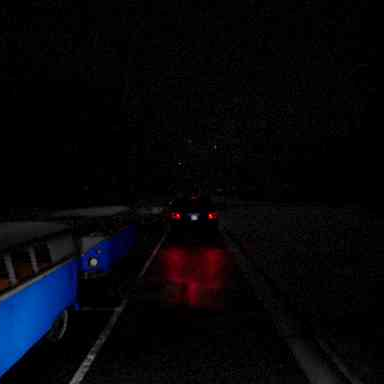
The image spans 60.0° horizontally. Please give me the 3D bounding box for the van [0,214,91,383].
[{"bbox_3d":[-2.632,1.326,3.708,1.690,1.788,3.998,0,0,0],"label":"van"}]

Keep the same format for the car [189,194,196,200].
[{"bbox_3d":[0.143,1.236,84.486,1.882,1.535,5.008,0,0,0],"label":"car"}]

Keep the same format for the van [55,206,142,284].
[{"bbox_3d":[-2.622,1.304,9.173,1.690,1.788,3.998,0,0,0],"label":"van"}]

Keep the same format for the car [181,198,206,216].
[{"bbox_3d":[0.174,1.375,31.692,2.128,1.511,4.902,0,0,1],"label":"car"}]

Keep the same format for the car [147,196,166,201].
[{"bbox_3d":[-2.595,1.216,25.564,2.192,1.841,5.009,0,0,0],"label":"car"}]

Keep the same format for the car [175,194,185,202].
[{"bbox_3d":[-2.524,1.293,69.402,1.967,1.590,4.097,0,0,0],"label":"car"}]

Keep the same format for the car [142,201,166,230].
[{"bbox_3d":[-2.604,1.471,20.102,2.008,1.369,4.403,0,0,0],"label":"car"}]

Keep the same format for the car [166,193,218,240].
[{"bbox_3d":[0.122,1.156,16.735,2.150,2.045,5.566,0,0,1],"label":"car"}]

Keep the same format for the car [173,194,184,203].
[{"bbox_3d":[-2.534,1.290,63.714,1.967,1.590,4.097,0,0,0],"label":"car"}]
